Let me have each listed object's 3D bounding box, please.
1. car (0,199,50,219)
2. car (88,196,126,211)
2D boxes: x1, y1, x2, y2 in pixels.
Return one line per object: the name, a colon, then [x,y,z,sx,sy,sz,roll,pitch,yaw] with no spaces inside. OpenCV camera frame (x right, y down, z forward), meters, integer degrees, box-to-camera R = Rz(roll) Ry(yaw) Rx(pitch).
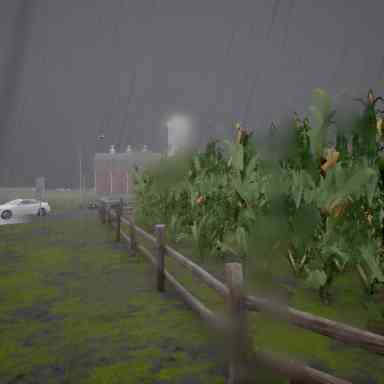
car: [-13.663,1.283,26.491,1.812,1.442,4.674,-1,1,31]
car: [-8.833,1.158,34.710,1.994,1.385,4.181,-1,1,29]
